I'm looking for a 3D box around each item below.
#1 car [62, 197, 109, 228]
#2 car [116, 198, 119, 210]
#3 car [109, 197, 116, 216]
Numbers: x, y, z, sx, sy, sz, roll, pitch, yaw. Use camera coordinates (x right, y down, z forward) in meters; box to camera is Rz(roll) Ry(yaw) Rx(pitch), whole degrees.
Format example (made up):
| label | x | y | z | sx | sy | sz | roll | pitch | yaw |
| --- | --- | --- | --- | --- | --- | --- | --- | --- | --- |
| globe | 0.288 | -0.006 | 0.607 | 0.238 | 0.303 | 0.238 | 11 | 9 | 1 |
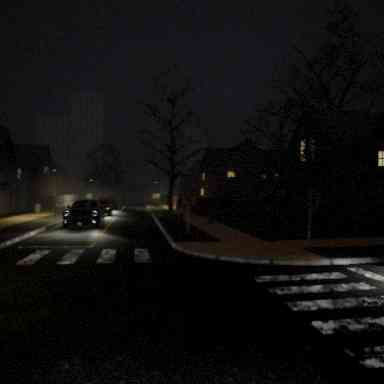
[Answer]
| label | x | y | z | sx | sy | sz | roll | pitch | yaw |
| --- | --- | --- | --- | --- | --- | --- | --- | --- | --- |
| car | -6.842 | 1.251 | 21.408 | 2.097 | 1.767 | 4.553 | 1 | 0 | -9 |
| car | -10.178 | 1.353 | 41.577 | 2.128 | 1.511 | 4.902 | 1 | 0 | -9 |
| car | -8.489 | 1.406 | 31.321 | 1.812 | 1.442 | 4.674 | 1 | 0 | -10 |
